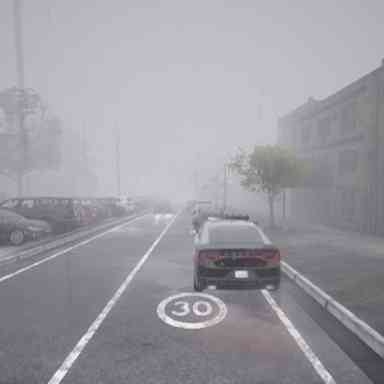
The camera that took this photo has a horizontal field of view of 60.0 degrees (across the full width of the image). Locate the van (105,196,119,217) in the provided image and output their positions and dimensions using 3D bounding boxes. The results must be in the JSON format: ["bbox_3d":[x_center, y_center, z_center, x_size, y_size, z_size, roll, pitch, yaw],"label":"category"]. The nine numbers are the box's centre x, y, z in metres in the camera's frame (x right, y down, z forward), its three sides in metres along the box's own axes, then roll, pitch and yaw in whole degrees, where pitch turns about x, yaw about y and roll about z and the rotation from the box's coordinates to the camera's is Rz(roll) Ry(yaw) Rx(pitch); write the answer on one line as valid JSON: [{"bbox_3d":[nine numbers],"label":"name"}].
[{"bbox_3d":[-8.954,1.393,28.896,4.442,1.987,1.878,0,0,0],"label":"van"}]

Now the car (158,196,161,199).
[{"bbox_3d":[-8.860,1.972,62.529,5.008,1.535,2.097,0,-1,0],"label":"car"}]

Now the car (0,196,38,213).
[{"bbox_3d":[-21.898,1.465,39.926,5.566,2.045,2.435,0,0,0],"label":"car"}]

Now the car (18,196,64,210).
[{"bbox_3d":[-21.904,1.553,48.281,5.566,2.045,2.435,0,-1,0],"label":"car"}]

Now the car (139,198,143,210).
[{"bbox_3d":[-8.817,1.747,40.105,4.792,1.488,2.163,0,-1,0],"label":"car"}]

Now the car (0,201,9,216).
[{"bbox_3d":[-21.892,1.697,34.355,4.792,1.488,2.163,0,0,0],"label":"car"}]

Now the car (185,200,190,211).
[{"bbox_3d":[0.066,1.860,46.218,2.033,1.411,5.357,0,-1,1],"label":"car"}]

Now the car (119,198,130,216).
[{"bbox_3d":[-8.834,1.643,31.697,5.008,1.535,2.097,0,0,0],"label":"car"}]

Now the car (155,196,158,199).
[{"bbox_3d":[-8.831,1.935,56.922,4.792,1.488,2.163,0,-1,0],"label":"car"}]

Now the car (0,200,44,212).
[{"bbox_3d":[-21.923,1.745,42.710,5.008,1.535,2.097,0,-1,0],"label":"car"}]

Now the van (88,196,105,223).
[{"bbox_3d":[-8.719,1.345,23.289,4.442,1.987,1.878,0,0,0],"label":"van"}]

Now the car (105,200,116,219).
[{"bbox_3d":[-8.830,1.596,26.091,4.892,1.521,2.231,0,0,0],"label":"car"}]

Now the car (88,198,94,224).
[{"bbox_3d":[-8.803,1.421,20.484,4.553,1.767,2.185,0,0,0],"label":"car"}]

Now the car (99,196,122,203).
[{"bbox_3d":[-21.997,2.047,90.043,5.566,2.045,2.435,0,-1,0],"label":"car"}]

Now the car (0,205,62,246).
[{"bbox_3d":[-8.843,1.507,14.877,4.892,1.521,2.231,0,0,0],"label":"car"}]

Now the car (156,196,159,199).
[{"bbox_3d":[-8.834,1.968,59.725,4.792,1.488,2.163,0,-1,0],"label":"car"}]

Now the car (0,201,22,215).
[{"bbox_3d":[-21.952,1.721,37.140,4.792,1.488,2.163,0,-1,0],"label":"car"}]

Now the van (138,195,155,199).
[{"bbox_3d":[-8.741,1.647,54.122,4.442,1.987,1.878,0,-1,0],"label":"van"}]

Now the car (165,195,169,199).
[{"bbox_3d":[-8.848,1.886,76.547,5.566,2.045,2.435,0,-1,0],"label":"car"}]

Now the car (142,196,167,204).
[{"bbox_3d":[-8.851,1.919,79.350,5.566,2.045,2.435,0,-1,0],"label":"car"}]

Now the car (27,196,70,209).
[{"bbox_3d":[-21.907,1.585,50.943,5.566,2.045,2.435,0,-1,0],"label":"car"}]

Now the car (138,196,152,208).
[{"bbox_3d":[-9.039,1.803,48.513,5.366,1.575,1.946,0,-1,0],"label":"car"}]

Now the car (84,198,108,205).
[{"bbox_3d":[-21.962,2.135,76.161,4.892,1.521,2.231,0,-1,0],"label":"car"}]

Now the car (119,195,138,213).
[{"bbox_3d":[-8.870,1.416,34.503,5.566,2.045,2.435,0,0,0],"label":"car"}]

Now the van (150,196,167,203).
[{"bbox_3d":[-9.005,2.077,90.562,4.442,1.987,1.878,0,-1,0],"label":"van"}]

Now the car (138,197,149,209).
[{"bbox_3d":[-8.846,1.774,45.713,5.008,1.535,2.097,0,-1,0],"label":"car"}]

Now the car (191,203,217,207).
[{"bbox_3d":[0.985,1.575,19.046,1.837,1.490,4.892,0,-1,0],"label":"car"}]

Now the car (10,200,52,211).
[{"bbox_3d":[-21.928,1.812,45.370,4.674,1.452,2.002,0,-1,0],"label":"car"}]

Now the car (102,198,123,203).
[{"bbox_3d":[-22.156,2.328,92.816,5.366,1.575,1.946,0,-1,0],"label":"car"}]

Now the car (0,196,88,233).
[{"bbox_3d":[-8.864,1.275,17.684,5.566,2.045,2.435,0,0,0],"label":"car"}]

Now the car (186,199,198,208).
[{"bbox_3d":[0.033,2.032,59.898,1.994,1.385,4.181,0,-1,0],"label":"car"}]

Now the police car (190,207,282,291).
[{"bbox_3d":[0.980,1.427,9.138,1.930,1.638,5.238,0,0,0],"label":"police car"}]

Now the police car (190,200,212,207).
[{"bbox_3d":[0.988,1.547,25.166,1.930,1.638,5.238,0,-1,0],"label":"police car"}]

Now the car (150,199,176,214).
[{"bbox_3d":[-3.230,1.794,37.842,1.994,1.385,4.181,0,-1,0],"label":"car"}]
